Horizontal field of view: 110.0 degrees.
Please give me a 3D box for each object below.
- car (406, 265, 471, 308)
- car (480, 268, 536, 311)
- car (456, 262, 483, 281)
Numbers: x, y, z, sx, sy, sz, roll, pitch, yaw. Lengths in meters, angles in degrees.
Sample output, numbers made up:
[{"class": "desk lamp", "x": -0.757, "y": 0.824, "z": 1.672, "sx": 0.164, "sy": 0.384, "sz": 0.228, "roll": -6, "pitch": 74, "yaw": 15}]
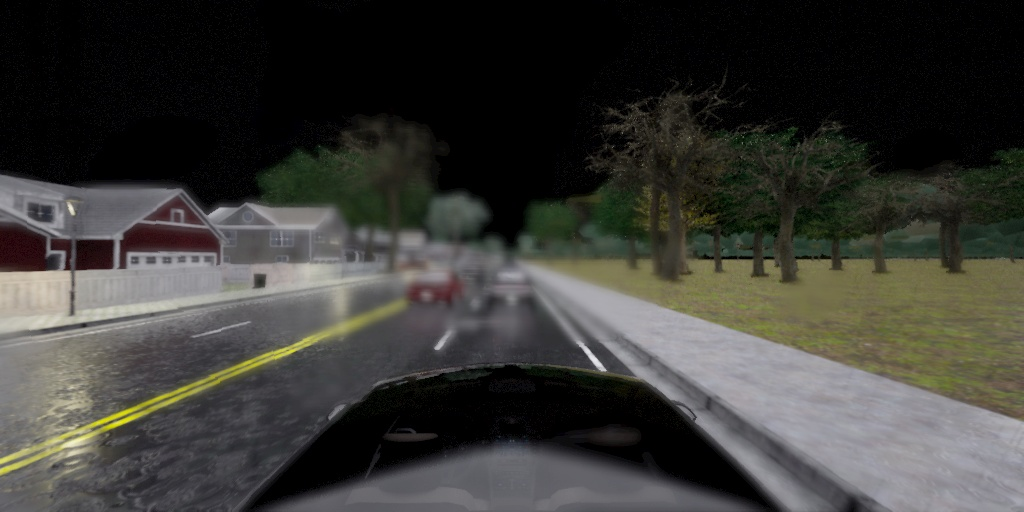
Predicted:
[{"class": "car", "x": -3.223, "y": 1.369, "z": 16.108, "sx": 1.882, "sy": 1.535, "sz": 5.008, "roll": 0, "pitch": 0, "yaw": 1}, {"class": "car", "x": 0.019, "y": 1.377, "z": 15.355, "sx": 2.128, "sy": 1.511, "sz": 4.902, "roll": 0, "pitch": 0, "yaw": 0}, {"class": "car", "x": -3.230, "y": 1.539, "z": 30.348, "sx": 1.837, "sy": 1.490, "sz": 4.892, "roll": 0, "pitch": 0, "yaw": 0}]
